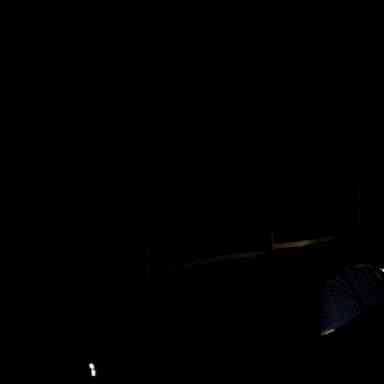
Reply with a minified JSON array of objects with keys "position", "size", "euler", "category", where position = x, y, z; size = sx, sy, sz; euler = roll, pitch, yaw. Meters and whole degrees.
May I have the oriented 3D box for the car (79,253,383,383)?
[{"position":[1.383,1.609,4.401],"size":[5.357,1.411,2.033],"euler":[0,-1,-42],"category":"car"}]
